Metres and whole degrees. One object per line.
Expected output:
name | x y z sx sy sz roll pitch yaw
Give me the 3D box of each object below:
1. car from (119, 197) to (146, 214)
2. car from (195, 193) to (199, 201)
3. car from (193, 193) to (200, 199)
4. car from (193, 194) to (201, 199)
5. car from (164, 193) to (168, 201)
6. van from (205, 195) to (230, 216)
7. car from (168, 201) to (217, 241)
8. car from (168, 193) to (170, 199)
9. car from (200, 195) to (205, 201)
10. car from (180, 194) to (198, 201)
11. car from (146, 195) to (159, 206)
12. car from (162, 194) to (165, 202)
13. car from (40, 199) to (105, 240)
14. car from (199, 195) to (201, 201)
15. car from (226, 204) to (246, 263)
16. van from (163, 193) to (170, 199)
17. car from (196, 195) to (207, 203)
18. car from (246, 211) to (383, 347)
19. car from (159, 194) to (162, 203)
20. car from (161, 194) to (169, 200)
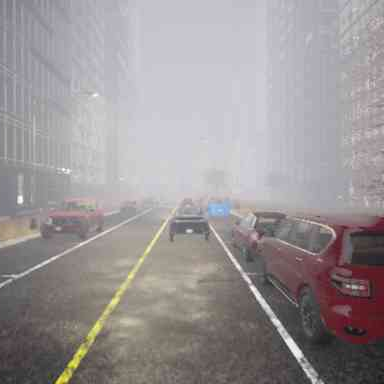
car | -6.212 1.472 33.806 1.887 1.381 4.507 0 0 -1
car | 1.805 1.249 56.096 1.967 1.590 4.097 0 0 -1
car | 1.172 1.127 94.865 1.967 1.590 4.097 0 0 -1
car | 1.263 1.249 89.327 1.887 1.381 4.507 0 0 -1
car | -6.845 1.350 72.575 1.887 1.381 4.507 0 0 -1
van | 2.257 1.237 28.403 1.690 1.788 3.998 0 0 -1
car | -0.144 1.439 16.544 2.128 1.511 4.902 0 0 -1
car | -6.936 1.228 78.113 1.967 1.590 4.097 0 0 -1
car | 2.167 1.319 33.943 1.967 1.590 4.097 0 0 -1
car | -0.560 1.394 42.105 1.812 1.442 4.674 0 0 -1
car | -6.483 1.420 50.421 1.887 1.381 4.507 0 0 -1
car | -6.664 1.391 61.498 2.008 1.369 4.403 0 0 -1
car | -5.941 1.294 17.189 2.192 1.841 5.009 0 0 -1
car | 2.074 1.386 39.651 1.752 1.417 4.829 0 0 -1
car | 2.529 1.388 11.788 1.967 1.590 4.097 0 0 -1
van | -7.207 1.076 94.728 1.690 1.788 3.998 0 0 -1
car | 1.712 1.317 61.804 1.752 1.417 4.829 0 0 -1
car | 2.619 1.280 6.249 2.192 1.841 5.009 0 0 -1
car | -6.574 1.298 55.959 1.967 1.590 4.097 0 0 -1
car | -7.114 1.278 89.020 1.752 1.417 4.829 0 0 -1
